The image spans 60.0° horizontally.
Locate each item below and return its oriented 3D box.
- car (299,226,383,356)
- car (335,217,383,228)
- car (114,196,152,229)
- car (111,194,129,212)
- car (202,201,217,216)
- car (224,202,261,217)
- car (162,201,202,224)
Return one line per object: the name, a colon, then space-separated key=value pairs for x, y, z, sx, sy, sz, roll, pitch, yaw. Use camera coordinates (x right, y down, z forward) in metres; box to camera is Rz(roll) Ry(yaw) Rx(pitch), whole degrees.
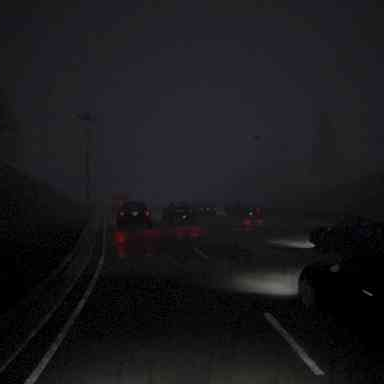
car: x=3.173 y=1.516 z=4.751 sx=1.812 sy=1.442 sz=4.674 roll=0 pitch=0 yaw=-5
car: x=5.937 y=1.532 z=10.927 sx=2.033 sy=1.411 sz=5.357 roll=0 pitch=0 yaw=-10
car: x=-4.026 y=1.400 z=22.591 sx=2.097 sy=1.767 sz=4.553 roll=0 pitch=0 yaw=-14
car: x=-8.603 y=1.314 z=40.453 sx=2.150 sy=2.045 sz=5.566 roll=0 pitch=0 yaw=-15
car: x=0.791 y=1.583 z=32.111 sx=2.033 sy=1.411 sz=5.357 roll=0 pitch=0 yaw=-14
car: x=4.618 y=1.617 z=31.277 sx=1.895 sy=1.301 sz=4.718 roll=0 pitch=0 yaw=-14
car: x=-1.126 y=1.529 z=25.454 sx=2.128 sy=1.511 sz=4.902 roll=0 pitch=0 yaw=-14
